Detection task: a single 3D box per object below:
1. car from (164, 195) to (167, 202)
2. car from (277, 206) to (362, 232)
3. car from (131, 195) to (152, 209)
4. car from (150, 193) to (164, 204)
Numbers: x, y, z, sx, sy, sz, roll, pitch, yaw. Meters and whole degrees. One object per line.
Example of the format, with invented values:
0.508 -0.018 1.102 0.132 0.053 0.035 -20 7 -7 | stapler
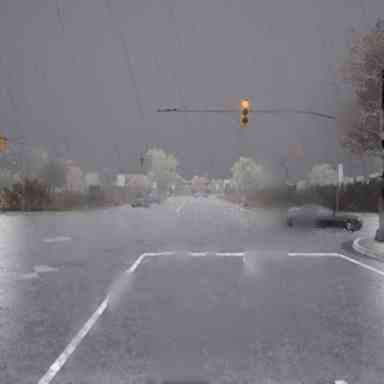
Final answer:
-6.923 1.490 77.087 2.128 1.511 4.902 0 0 0 | car
7.322 1.523 19.302 4.674 1.442 1.812 0 0 3 | car
-7.053 1.550 45.774 1.994 1.385 4.181 0 0 0 | car
-6.996 1.203 62.192 2.150 2.045 5.566 0 0 1 | car
